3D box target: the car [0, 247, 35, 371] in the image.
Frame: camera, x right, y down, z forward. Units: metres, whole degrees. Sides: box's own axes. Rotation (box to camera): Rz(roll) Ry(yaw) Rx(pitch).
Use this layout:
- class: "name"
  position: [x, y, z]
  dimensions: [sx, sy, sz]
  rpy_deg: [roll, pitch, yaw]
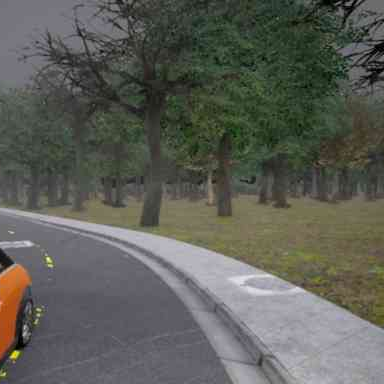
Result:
- class: "car"
  position: [-3.052, 1.351, 3.028]
  dimensions: [2.097, 1.767, 4.553]
  rpy_deg: [0, 0, -12]
